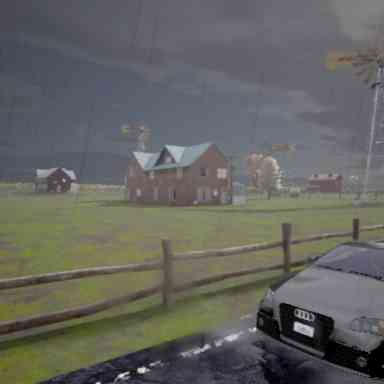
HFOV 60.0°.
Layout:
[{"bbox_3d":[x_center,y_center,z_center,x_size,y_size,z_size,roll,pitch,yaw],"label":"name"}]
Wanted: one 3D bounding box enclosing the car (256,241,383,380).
[{"bbox_3d":[2.999,1.557,5.451,4.181,1.385,1.994,0,0,-38],"label":"car"}]
